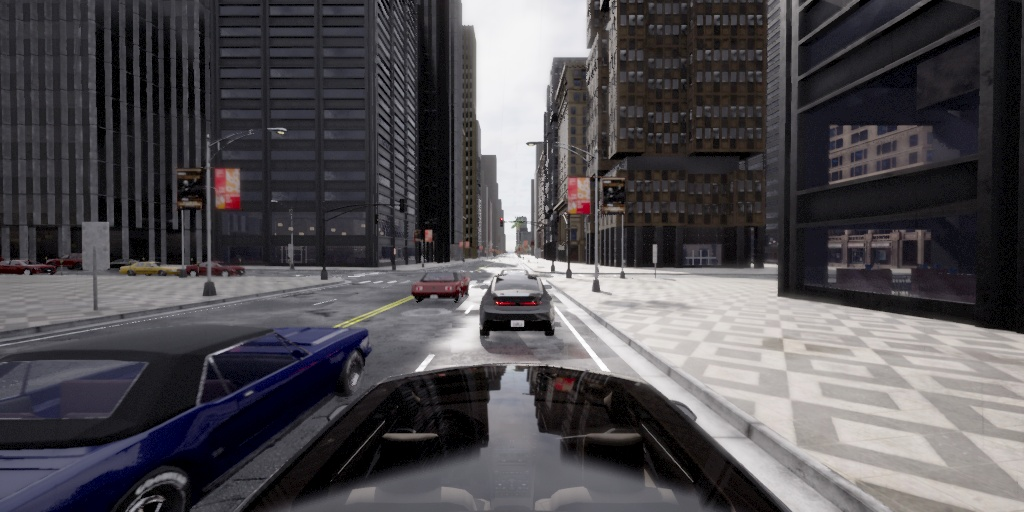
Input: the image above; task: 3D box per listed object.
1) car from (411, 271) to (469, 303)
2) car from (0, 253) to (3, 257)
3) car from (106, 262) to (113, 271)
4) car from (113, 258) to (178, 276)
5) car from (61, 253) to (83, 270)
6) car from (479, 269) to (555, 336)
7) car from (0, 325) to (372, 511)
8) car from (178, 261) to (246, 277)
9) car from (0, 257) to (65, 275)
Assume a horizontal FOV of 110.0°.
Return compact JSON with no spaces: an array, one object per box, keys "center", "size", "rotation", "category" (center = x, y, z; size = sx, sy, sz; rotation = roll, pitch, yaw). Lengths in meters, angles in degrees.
[{"center":[-3.115,1.345,16.626],"size":[1.895,1.301,4.718],"rotation":[0,0,0],"category":"car"},{"center":[-48.462,0.727,31.405],"size":[5.009,1.841,2.192],"rotation":[0,0,0],"category":"car"},{"center":[-42.863,0.926,39.949],"size":[4.313,1.339,1.948],"rotation":[0,0,0],"category":"car"},{"center":[-31.417,1.084,31.463],"size":[4.829,1.417,1.751],"rotation":[0,0,0],"category":"car"},{"center":[-48.488,0.625,39.930],"size":[5.009,1.841,2.192],"rotation":[0,0,0],"category":"car"},{"center":[0.123,1.253,10.362],"size":[1.837,1.490,4.892],"rotation":[0,0,0],"category":"car"},{"center":[-3.143,1.350,3.575],"size":[1.895,1.301,4.718],"rotation":[0,0,0],"category":"car"},{"center":[-25.962,1.149,31.482],"size":[4.507,1.381,1.888],"rotation":[0,0,0],"category":"car"},{"center":[-42.836,1.008,31.425],"size":[4.507,1.381,1.888],"rotation":[0,0,0],"category":"car"}]
